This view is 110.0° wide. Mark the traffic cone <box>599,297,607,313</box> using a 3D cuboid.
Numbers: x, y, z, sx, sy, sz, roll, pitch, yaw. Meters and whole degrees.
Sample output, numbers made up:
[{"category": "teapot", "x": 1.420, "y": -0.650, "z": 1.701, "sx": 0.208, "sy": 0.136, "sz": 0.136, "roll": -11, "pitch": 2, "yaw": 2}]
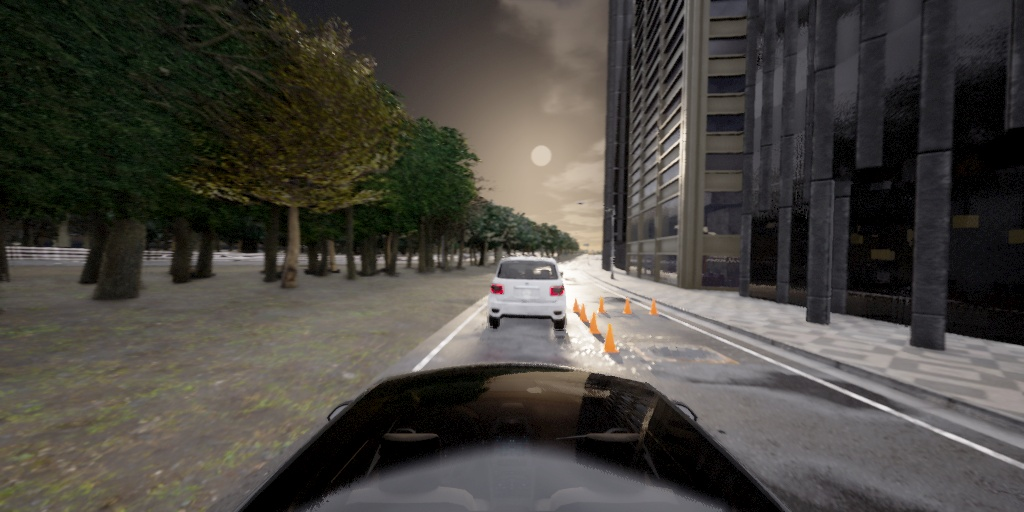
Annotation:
[{"category": "traffic cone", "x": 3.476, "y": 1.892, "z": 13.961, "sx": 0.340, "sy": 0.580, "sz": 0.340, "roll": 0, "pitch": 0, "yaw": 3}]

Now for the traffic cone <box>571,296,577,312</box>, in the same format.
[{"category": "traffic cone", "x": 2.478, "y": 1.867, "z": 14.011, "sx": 0.340, "sy": 0.580, "sz": 0.340, "roll": 0, "pitch": 0, "yaw": 3}]

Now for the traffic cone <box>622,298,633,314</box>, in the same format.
[{"category": "traffic cone", "x": 4.474, "y": 1.917, "z": 13.910, "sx": 0.340, "sy": 0.580, "sz": 0.340, "roll": 0, "pitch": 0, "yaw": 3}]

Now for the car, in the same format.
[{"category": "car", "x": 0.535, "y": 1.066, "z": 11.815, "sx": 2.150, "sy": 2.045, "sz": 5.566, "roll": 1, "pitch": 0, "yaw": 3}]

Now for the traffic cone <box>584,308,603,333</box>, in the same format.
[{"category": "traffic cone", "x": 2.277, "y": 1.830, "z": 10.016, "sx": 0.340, "sy": 0.580, "sz": 0.340, "roll": 0, "pitch": 0, "yaw": 3}]

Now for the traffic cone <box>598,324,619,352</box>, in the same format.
[{"category": "traffic cone", "x": 2.176, "y": 1.811, "z": 8.019, "sx": 0.340, "sy": 0.580, "sz": 0.340, "roll": 0, "pitch": 0, "yaw": 3}]

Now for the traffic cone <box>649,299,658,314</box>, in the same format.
[{"category": "traffic cone", "x": 5.472, "y": 1.942, "z": 13.860, "sx": 0.340, "sy": 0.580, "sz": 0.340, "roll": 0, "pitch": 0, "yaw": 3}]

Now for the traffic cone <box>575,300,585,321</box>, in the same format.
[{"category": "traffic cone", "x": 2.378, "y": 1.848, "z": 12.014, "sx": 0.340, "sy": 0.580, "sz": 0.340, "roll": 0, "pitch": 0, "yaw": 3}]
